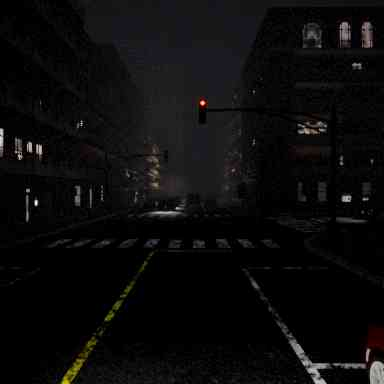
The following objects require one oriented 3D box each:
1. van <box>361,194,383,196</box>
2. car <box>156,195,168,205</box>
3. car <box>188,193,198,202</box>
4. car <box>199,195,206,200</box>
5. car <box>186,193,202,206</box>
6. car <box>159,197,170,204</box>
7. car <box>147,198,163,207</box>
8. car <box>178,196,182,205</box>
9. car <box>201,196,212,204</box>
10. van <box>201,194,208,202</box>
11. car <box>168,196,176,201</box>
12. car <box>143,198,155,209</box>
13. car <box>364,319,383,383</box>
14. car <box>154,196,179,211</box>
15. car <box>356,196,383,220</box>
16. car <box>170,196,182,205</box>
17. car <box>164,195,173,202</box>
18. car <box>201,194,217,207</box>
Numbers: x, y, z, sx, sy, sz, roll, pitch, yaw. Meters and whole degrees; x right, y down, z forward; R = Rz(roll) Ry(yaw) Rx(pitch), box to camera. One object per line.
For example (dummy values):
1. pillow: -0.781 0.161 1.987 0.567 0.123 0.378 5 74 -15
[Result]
1. van: 15.721 1.035 27.329 3.998 1.788 1.690 -1 1 -1
2. car: -5.518 1.462 61.881 1.967 1.590 4.097 -1 0 0
3. car: 0.234 1.264 79.435 2.150 2.045 5.566 0 0 0
4. car: 2.961 1.602 95.018 1.887 1.381 4.507 -1 0 0
5. car: 0.258 1.238 53.678 2.150 2.045 5.566 0 0 0
6. car: -5.500 1.609 67.409 1.802 1.307 4.206 -1 0 0
7. car: -5.549 1.580 50.824 1.947 1.339 4.313 0 0 0
8. car: -2.944 1.577 49.997 1.994 1.385 4.181 0 0 0
9. car: 2.880 1.578 67.378 2.008 1.369 4.403 -1 0 0
10. van: 2.911 1.379 78.434 1.690 1.788 3.998 -1 0 0
11. car: -5.435 1.632 89.520 1.802 1.307 4.206 -1 0 0
12. car: -5.565 1.561 45.297 2.008 1.369 4.403 0 0 0
13. car: 2.687 1.544 1.796 1.887 1.381 4.507 0 0 0
14. car: -2.978 1.571 40.047 1.994 1.385 4.181 0 0 1
15. car: 15.110 1.230 24.749 4.892 1.490 1.837 -1 0 -1
16. car: -2.890 1.526 60.336 1.837 1.490 4.892 0 0 1
17. car: -5.468 1.563 78.294 1.752 1.417 4.829 -1 0 0
18. car: 2.830 1.454 50.795 1.967 1.590 4.097 -1 0 0
